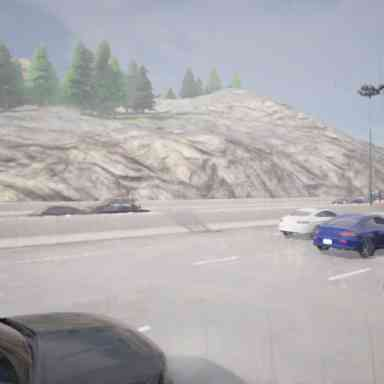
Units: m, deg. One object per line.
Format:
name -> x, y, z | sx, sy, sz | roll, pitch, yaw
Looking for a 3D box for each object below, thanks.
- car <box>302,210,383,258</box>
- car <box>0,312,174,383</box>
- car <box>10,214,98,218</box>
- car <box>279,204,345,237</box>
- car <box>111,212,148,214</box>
car -> 6.497, 1.526, 12.685 | 4.674, 1.442, 1.812 | 0, 0, -36
car -> -2.387, 1.504, 2.043 | 4.892, 1.490, 1.837 | 0, 0, -36
car -> -8.220, 1.524, 19.612 | 4.674, 1.442, 1.812 | 0, 0, -36
car -> 6.378, 1.525, 16.900 | 4.674, 1.442, 1.812 | 0, 0, -36
car -> -5.827, 1.599, 25.636 | 4.718, 1.301, 1.895 | 0, 0, -36
